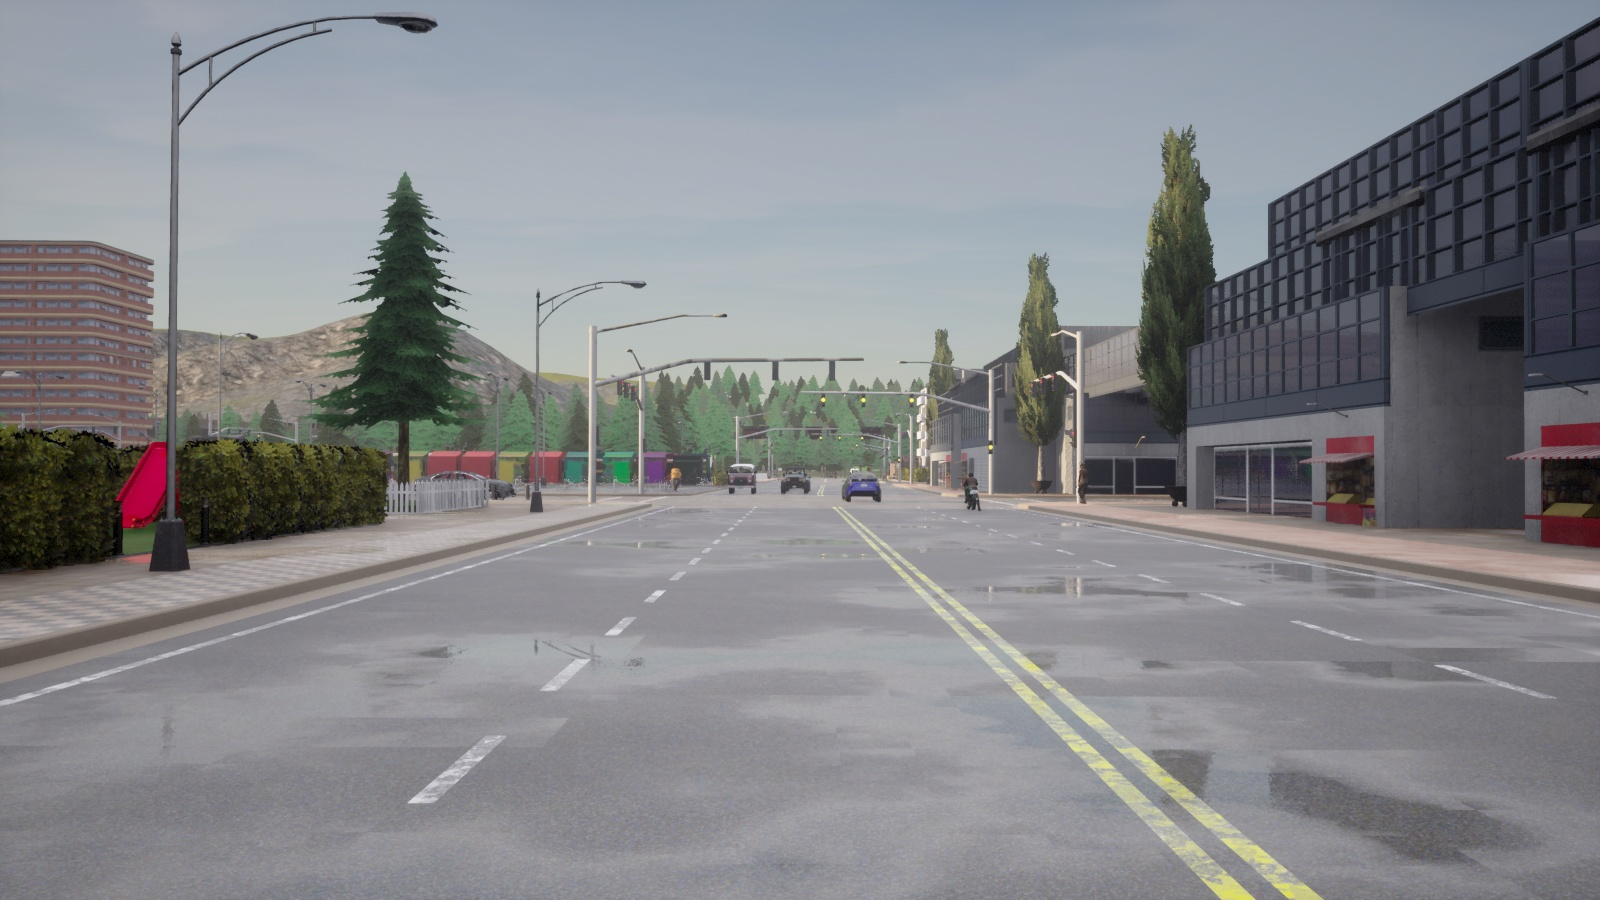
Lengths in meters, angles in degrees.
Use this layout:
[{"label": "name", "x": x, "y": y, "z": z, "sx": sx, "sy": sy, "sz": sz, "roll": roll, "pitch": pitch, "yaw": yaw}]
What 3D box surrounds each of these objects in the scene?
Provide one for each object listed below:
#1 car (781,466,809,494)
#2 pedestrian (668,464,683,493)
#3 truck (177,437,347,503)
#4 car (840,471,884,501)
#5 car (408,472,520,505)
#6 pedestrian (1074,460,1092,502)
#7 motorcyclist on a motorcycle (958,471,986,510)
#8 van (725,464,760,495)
[{"label": "car", "x": -0.334, "y": 2.079, "z": 87.593, "sx": 1.905, "sy": 1.878, "sz": 3.866, "roll": 0, "pitch": -1, "yaw": 1}, {"label": "pedestrian", "x": -8.042, "y": 1.866, "z": 81.208, "sx": 0.874, "sy": 1.855, "sz": 0.900, "roll": 0, "pitch": -1, "yaw": 0}, {"label": "truck", "x": -29.005, "y": 1.087, "z": 67.956, "sx": 7.936, "sy": 3.462, "sz": 2.891, "roll": 0, "pitch": -1, "yaw": 0}, {"label": "car", "x": 3.212, "y": 1.846, "z": 65.506, "sx": 2.007, "sy": 1.525, "sz": 4.514, "roll": 0, "pitch": -1, "yaw": -1}, {"label": "car", "x": -16.275, "y": 1.858, "z": 61.007, "sx": 4.902, "sy": 1.511, "sz": 2.128, "roll": 0, "pitch": -1, "yaw": 0}, {"label": "pedestrian", "x": 12.321, "y": 1.339, "z": 54.658, "sx": 0.328, "sy": 1.805, "sz": 0.869, "roll": 0, "pitch": -1, "yaw": -19}, {"label": "motorcyclist on a motorcycle", "x": 6.870, "y": 1.612, "z": 50.285, "sx": 0.797, "sy": 1.523, "sz": 2.044, "roll": 0, "pitch": -1, "yaw": 0}, {"label": "van", "x": -3.870, "y": 1.979, "z": 85.083, "sx": 2.069, "sy": 2.038, "sz": 4.480, "roll": 0, "pitch": -1, "yaw": 1}]
